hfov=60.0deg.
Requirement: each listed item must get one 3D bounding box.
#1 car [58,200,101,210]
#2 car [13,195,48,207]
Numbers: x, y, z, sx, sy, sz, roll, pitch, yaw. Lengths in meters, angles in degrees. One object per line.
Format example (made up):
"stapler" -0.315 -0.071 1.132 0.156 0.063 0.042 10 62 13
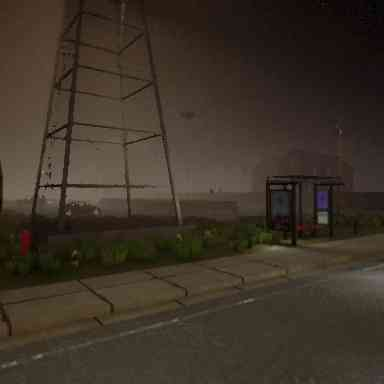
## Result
"car" -10.646 1.517 31.648 3.905 1.438 1.784 0 0 -36
"car" -24.061 1.306 49.686 4.605 1.855 1.932 0 0 -36
